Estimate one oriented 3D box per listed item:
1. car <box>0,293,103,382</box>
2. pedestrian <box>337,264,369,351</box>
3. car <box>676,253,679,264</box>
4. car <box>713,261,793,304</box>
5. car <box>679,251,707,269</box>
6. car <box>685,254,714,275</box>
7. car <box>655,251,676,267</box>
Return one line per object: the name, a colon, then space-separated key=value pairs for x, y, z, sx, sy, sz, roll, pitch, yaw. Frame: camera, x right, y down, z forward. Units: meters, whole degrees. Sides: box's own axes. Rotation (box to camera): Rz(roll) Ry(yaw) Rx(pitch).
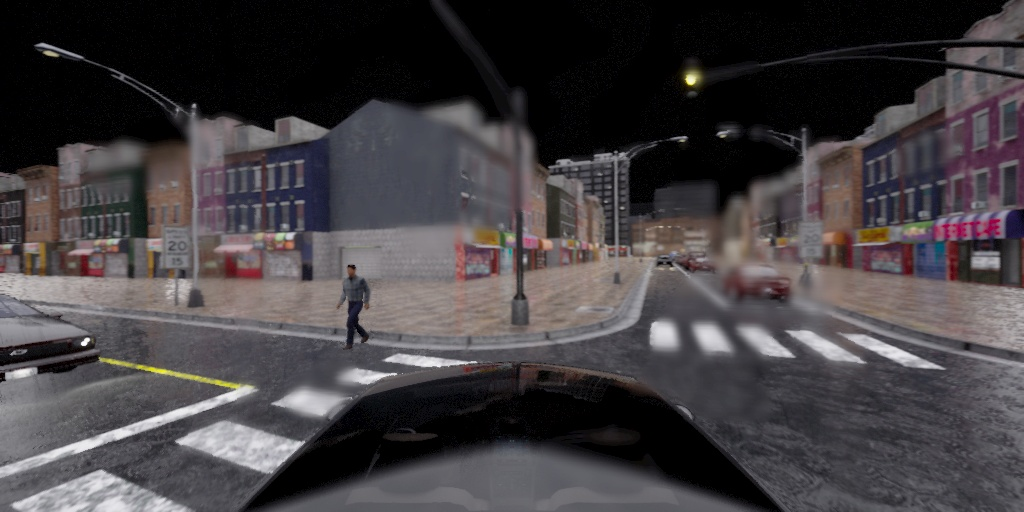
car: x=-9.602 y=1.324 z=6.008 sx=5.357 sy=1.411 sz=2.033 roll=0 pitch=0 yaw=18
pedestrian: x=-3.399 y=1.020 z=7.670 sx=0.375 sy=1.860 sz=0.375 roll=0 pitch=0 yaw=22
car: x=21.753 y=0.550 z=44.610 sx=1.802 sy=1.307 sz=4.207 roll=0 pitch=0 yaw=22
car: x=9.585 y=1.013 z=14.346 sx=1.888 sy=1.381 sz=4.507 roll=0 pitch=0 yaw=22
car: x=17.697 y=0.443 z=34.522 sx=2.192 sy=1.841 sz=5.009 roll=0 pitch=0 yaw=22
car: x=15.669 y=0.757 z=29.478 sx=1.888 sy=1.381 sz=4.507 roll=0 pitch=0 yaw=22
car: x=18.374 y=0.527 z=43.284 sx=1.837 sy=1.490 sz=4.892 roll=0 pitch=1 yaw=22
